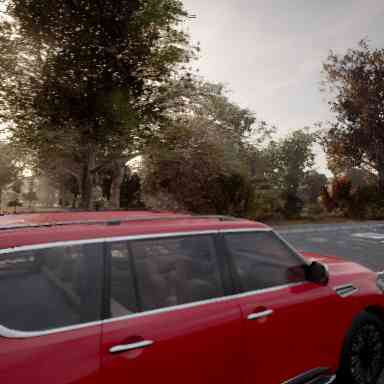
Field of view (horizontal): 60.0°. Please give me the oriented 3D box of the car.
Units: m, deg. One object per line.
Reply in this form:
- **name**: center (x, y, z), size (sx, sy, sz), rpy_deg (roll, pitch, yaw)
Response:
- **car**: center (-0.114, 1.210, 3.531), size (5.566, 2.045, 2.150), rpy_deg (0, 0, -35)
